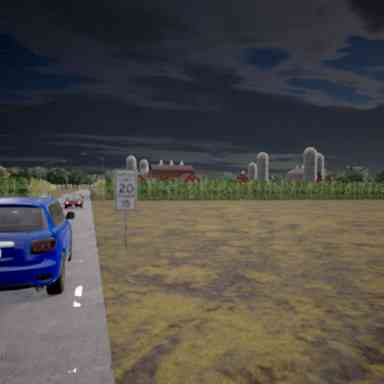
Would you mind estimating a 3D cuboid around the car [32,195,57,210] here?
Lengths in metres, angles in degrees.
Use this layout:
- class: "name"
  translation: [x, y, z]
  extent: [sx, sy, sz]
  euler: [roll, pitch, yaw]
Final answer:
- class: "car"
  translation: [-15.540, 1.063, 35.298]
  extent: [1.812, 1.442, 4.674]
  euler: [0, 0, -17]

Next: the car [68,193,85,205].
- class: "car"
  translation: [-16.120, 0.957, 46.657]
  extent: [2.033, 1.411, 5.357]
  euler: [0, 1, -17]

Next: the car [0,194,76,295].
- class: "car"
  translation: [-4.228, 1.122, 8.279]
  extent: [2.150, 2.045, 5.566]
  euler: [0, 1, -17]

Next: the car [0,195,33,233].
- class: "car"
  translation: [-10.400, 1.103, 18.576]
  extent: [2.097, 1.767, 4.553]
  euler: [0, 1, -17]

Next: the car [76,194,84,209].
- class: "car"
  translation: [-13.096, 1.138, 37.053]
  extent: [1.895, 1.301, 4.718]
  euler: [0, 1, -17]
